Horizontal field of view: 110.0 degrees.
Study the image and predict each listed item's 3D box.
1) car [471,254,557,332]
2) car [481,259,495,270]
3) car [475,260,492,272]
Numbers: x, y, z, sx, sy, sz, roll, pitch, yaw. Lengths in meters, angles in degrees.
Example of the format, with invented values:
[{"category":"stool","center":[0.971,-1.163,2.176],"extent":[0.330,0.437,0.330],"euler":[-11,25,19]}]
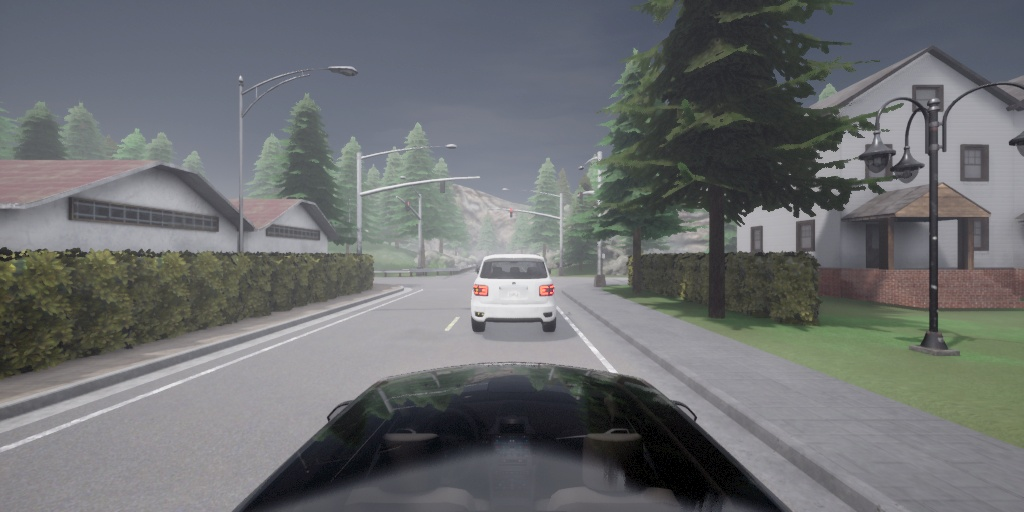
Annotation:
[{"category":"car","center":[0.058,0.971,10.960],"extent":[2.150,2.045,5.566],"euler":[0,0,0]},{"category":"car","center":[-3.634,1.276,55.270],"extent":[1.812,1.442,4.674],"euler":[0,0,0]},{"category":"car","center":[-3.629,1.254,46.033],"extent":[1.837,1.490,4.892],"euler":[0,0,0]}]
